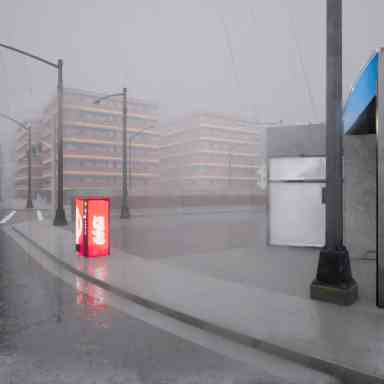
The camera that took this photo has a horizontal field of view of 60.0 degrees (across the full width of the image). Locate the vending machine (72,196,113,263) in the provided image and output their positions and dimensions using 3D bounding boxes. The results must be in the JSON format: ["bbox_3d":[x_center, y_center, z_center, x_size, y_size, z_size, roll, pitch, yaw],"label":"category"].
[{"bbox_3d":[-3.349,1.195,11.238,1.100,2.100,0.880,0,0,-36],"label":"vending machine"}]
